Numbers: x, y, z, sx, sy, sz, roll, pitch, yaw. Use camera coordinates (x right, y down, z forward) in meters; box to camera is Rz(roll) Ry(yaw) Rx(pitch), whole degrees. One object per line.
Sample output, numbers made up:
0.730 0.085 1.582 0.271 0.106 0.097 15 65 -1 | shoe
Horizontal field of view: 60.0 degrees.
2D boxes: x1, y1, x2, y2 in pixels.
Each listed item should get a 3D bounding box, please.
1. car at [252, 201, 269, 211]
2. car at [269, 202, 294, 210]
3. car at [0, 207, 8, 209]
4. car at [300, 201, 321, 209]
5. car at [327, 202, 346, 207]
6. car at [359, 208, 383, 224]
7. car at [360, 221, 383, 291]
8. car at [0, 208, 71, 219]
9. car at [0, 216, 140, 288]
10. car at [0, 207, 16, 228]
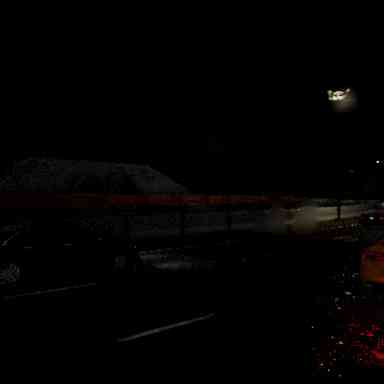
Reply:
11.380 2.180 53.367 2.128 1.511 4.902 0 -1 39 | car
14.130 2.229 51.209 1.994 1.385 4.181 0 -1 39 | car
-12.513 1.731 20.934 4.902 1.511 2.128 1 -1 -36 | car
17.890 2.152 50.275 2.128 1.511 4.902 0 -1 39 | car
21.421 2.217 49.138 1.994 1.385 4.181 0 -1 38 | car
14.127 1.883 24.636 5.357 1.411 2.033 1 -1 -45 | car
6.036 1.594 8.244 5.008 1.535 1.882 0 0 -39 | car
-8.641 1.792 19.463 4.181 1.385 1.994 1 -1 -37 | car
-3.872 1.621 9.613 4.892 1.490 1.837 0 0 -36 | car
-15.398 1.808 23.117 5.357 1.411 2.033 1 -1 -36 | car
